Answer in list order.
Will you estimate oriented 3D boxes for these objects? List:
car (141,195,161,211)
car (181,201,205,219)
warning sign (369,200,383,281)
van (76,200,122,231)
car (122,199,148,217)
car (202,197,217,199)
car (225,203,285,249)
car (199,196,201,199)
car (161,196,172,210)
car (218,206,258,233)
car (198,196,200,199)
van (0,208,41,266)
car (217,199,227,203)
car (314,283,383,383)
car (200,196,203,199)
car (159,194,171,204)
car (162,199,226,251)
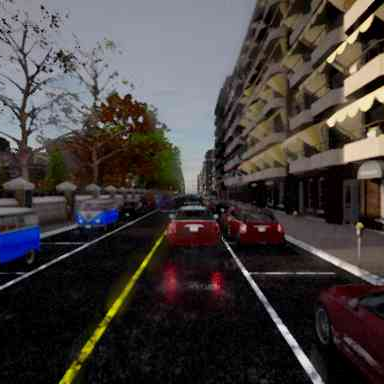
[{"bbox_3d":[-5.695,1.390,42.839,2.192,1.841,5.009,0,0,0],"label":"car"},{"bbox_3d":[0.083,1.614,30.323,1.994,1.385,4.181,0,0,0],"label":"car"},{"bbox_3d":[5.067,1.128,7.752,1.300,1.860,1.060,0,0,0],"label":"warning sign"},{"bbox_3d":[-5.693,1.374,20.318,1.690,1.788,3.998,0,0,0],"label":"van"},{"bbox_3d":[-5.694,1.618,31.579,1.947,1.339,4.313,0,0,0],"label":"car"},{"bbox_3d":[2.684,1.516,42.840,1.967,1.590,4.097,0,0,0],"label":"car"},{"bbox_3d":[2.688,1.464,14.689,1.967,1.590,4.097,0,0,0],"label":"car"},{"bbox_3d":[2.682,1.700,59.731,1.802,1.307,4.206,0,0,0],"label":"car"},{"bbox_3d":[-3.095,1.644,44.835,1.994,1.385,4.181,0,0,0],"label":"car"},{"bbox_3d":[2.688,1.615,20.319,1.802,1.307,4.206,0,0,0],"label":"car"},{"bbox_3d":[2.680,1.715,70.993,1.947,1.339,4.313,0,0,0],"label":"car"},{"bbox_3d":[-5.691,1.356,9.057,1.690,1.788,3.998,0,0,0],"label":"van"},{"bbox_3d":[2.686,1.618,31.580,1.947,1.339,4.313,0,0,0],"label":"car"},{"bbox_3d":[2.690,1.588,3.427,1.802,1.307,4.206,0,0,0],"label":"car"},{"bbox_3d":[2.683,1.629,54.271,1.752,1.417,4.829,0,0,0],"label":"car"},{"bbox_3d":[-5.699,1.464,70.993,2.192,1.841,5.009,0,0,0],"label":"car"},{"bbox_3d":[0.081,1.376,14.251,2.097,1.767,4.553,0,0,0],"label":"car"}]
